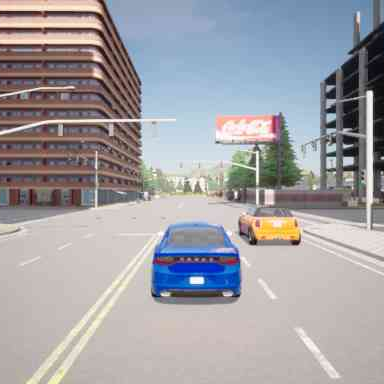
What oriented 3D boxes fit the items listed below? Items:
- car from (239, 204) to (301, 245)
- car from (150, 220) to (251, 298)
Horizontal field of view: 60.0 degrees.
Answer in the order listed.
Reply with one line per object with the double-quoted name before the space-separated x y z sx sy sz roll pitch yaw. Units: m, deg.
"car" 3.472 1.352 15.687 2.097 1.767 4.553 0 0 0
"car" 0.085 1.478 8.598 1.882 1.535 5.008 0 0 0
